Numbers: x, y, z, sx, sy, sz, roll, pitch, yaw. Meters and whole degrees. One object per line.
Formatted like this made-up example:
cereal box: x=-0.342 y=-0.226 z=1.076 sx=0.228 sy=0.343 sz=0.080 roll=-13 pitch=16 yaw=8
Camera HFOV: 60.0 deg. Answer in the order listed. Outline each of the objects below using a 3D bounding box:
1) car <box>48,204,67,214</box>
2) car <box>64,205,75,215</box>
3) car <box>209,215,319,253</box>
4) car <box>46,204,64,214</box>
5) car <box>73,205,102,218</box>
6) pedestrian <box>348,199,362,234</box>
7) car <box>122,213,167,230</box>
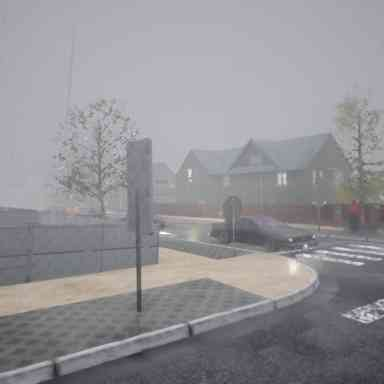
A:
car: x=-23.036 y=2.822 z=56.712 sx=1.882 sy=1.535 sz=5.008 roll=-1 pitch=-1 yaw=-36
car: x=-16.140 y=2.540 z=47.065 sx=1.882 sy=1.535 sz=5.008 roll=-1 pitch=-1 yaw=-36
car: x=2.959 y=1.778 z=15.159 sx=2.033 sy=1.411 sz=5.357 roll=-1 pitch=-1 yaw=-33
car: x=-19.221 y=2.693 z=46.476 sx=1.837 sy=1.490 sz=4.892 roll=-1 pitch=-1 yaw=-36
car: x=-10.225 y=2.333 z=33.741 sx=1.994 sy=1.385 sz=4.181 roll=-1 pitch=-1 yaw=-35
pedestrian: x=8.557 y=1.250 z=17.517 sx=0.375 sy=1.860 sz=0.375 roll=-3 pitch=2 yaw=-36
car: x=-3.607 y=2.064 z=24.473 sx=1.994 sy=1.385 sz=4.181 roll=-1 pitch=-1 yaw=-35
